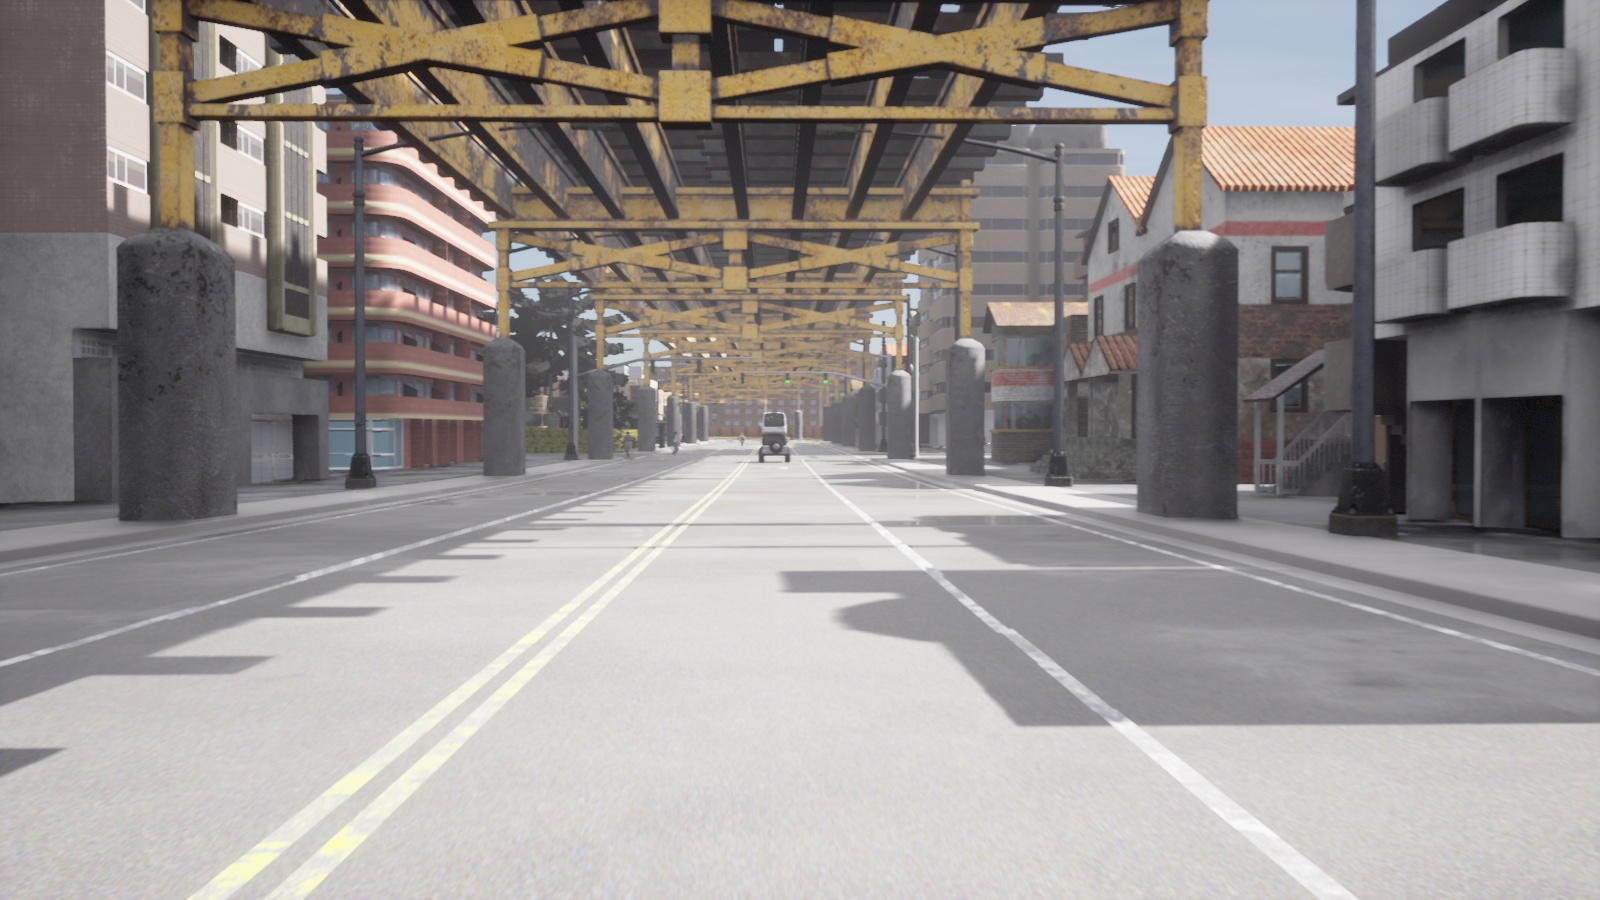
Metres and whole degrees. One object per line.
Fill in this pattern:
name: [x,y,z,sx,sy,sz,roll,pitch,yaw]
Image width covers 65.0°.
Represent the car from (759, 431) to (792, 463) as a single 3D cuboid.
car: [-1.473,-0.197,75.743,1.905,1.878,3.866,0,1,-1]
